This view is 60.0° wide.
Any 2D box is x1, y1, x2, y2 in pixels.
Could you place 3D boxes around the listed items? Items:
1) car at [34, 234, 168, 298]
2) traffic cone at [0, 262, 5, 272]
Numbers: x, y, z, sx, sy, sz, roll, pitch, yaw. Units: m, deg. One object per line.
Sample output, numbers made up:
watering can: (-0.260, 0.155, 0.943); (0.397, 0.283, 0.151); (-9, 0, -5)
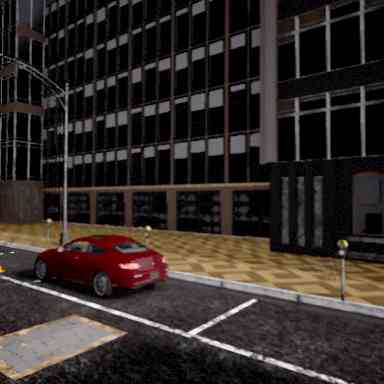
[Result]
car: (-2.523, 1.785, 8.891); (4.206, 1.307, 1.802); (-1, -2, 37)
traffic cone: (-6.014, 2.171, 10.286); (0.340, 0.580, 0.340); (-1, -2, 37)
